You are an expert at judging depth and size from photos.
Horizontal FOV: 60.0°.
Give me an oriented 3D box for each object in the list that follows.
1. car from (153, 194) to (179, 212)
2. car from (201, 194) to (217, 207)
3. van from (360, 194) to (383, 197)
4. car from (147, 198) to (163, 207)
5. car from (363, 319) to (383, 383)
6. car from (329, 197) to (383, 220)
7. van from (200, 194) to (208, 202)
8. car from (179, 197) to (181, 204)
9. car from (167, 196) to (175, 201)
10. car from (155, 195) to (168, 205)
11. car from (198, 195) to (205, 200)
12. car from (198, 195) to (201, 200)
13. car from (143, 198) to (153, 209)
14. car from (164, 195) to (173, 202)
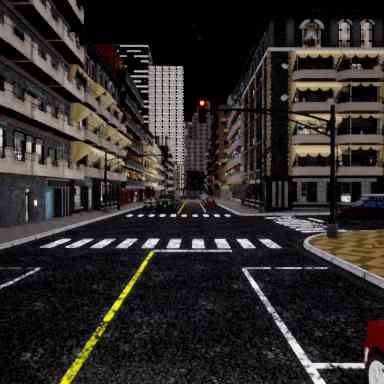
[{"bbox_3d":[-3.049,1.228,40.077,2.150,2.045,5.566,0,0,0],"label":"car"},{"bbox_3d":[2.746,1.454,50.805,1.967,1.590,4.097,-1,0,0],"label":"car"},{"bbox_3d":[15.675,1.035,27.360,3.998,1.788,1.690,-1,1,-1],"label":"van"},{"bbox_3d":[-5.633,1.579,50.820,1.947,1.339,4.313,0,0,0],"label":"car"},{"bbox_3d":[2.684,1.544,1.805,1.887,1.381,4.507,0,0,0],"label":"car"},{"bbox_3d":[13.205,1.302,24.785,5.357,1.411,2.033,-1,1,0],"label":"car"},{"bbox_3d":[2.781,1.378,78.444,1.690,1.788,3.998,-1,0,0],"label":"van"},{"bbox_3d":[-3.027,1.539,50.400,1.812,1.442,4.674,0,0,0],"label":"car"},{"bbox_3d":[-5.583,1.632,89.516,1.802,1.307,4.206,-1,0,0],"label":"car"},{"bbox_3d":[-5.620,1.462,61.876,1.967,1.590,4.097,-1,0,0],"label":"car"},{"bbox_3d":[2.804,1.601,95.028,1.887,1.381,4.507,-1,0,0],"label":"car"},{"bbox_3d":[2.769,1.577,67.388,2.008,1.369,4.403,-1,0,0],"label":"car"},{"bbox_3d":[-5.640,1.560,45.293,2.008,1.369,4.403,0,0,0],"label":"car"},{"bbox_3d":[-5.598,1.562,78.290,1.752,1.417,4.829,-1,0,0],"label":"car"}]
